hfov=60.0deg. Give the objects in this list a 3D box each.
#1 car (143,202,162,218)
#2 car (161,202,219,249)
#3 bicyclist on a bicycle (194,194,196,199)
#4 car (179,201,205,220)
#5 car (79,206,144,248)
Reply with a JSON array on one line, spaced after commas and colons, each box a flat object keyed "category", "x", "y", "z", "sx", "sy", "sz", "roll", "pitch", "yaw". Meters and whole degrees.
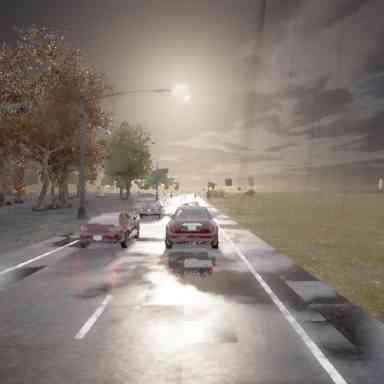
[{"category": "car", "x": -3.500, "y": 1.569, "z": 29.651, "sx": 2.033, "sy": 1.411, "sz": 5.357, "roll": 0, "pitch": 0, "yaw": 0}, {"category": "car", "x": 0.000, "y": 1.368, "z": 14.621, "sx": 2.097, "sy": 1.767, "sz": 4.553, "roll": 0, "pitch": 0, "yaw": 0}, {"category": "bicyclist on a bicycle", "x": 0.962, "y": 1.392, "z": 95.482, "sx": 0.659, "sy": 1.776, "sz": 1.843, "roll": 0, "pitch": 0, "yaw": 0}, {"category": "car", "x": 0.000, "y": 1.569, "z": 29.651, "sx": 2.033, "sy": 1.411, "sz": 5.357, "roll": 0, "pitch": 0, "yaw": 0}, {"category": "car", "x": -3.500, "y": 1.535, "z": 14.651, "sx": 1.812, "sy": 1.442, "sz": 4.674, "roll": 0, "pitch": 0, "yaw": 0}]
